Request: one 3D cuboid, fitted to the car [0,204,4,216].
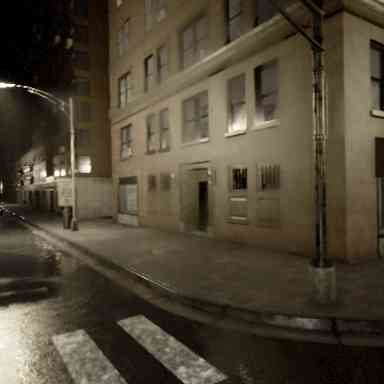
[{"bbox_3d":[-21.796,1.895,36.523,2.033,1.411,5.357,-2,0,-32],"label":"car"}]
